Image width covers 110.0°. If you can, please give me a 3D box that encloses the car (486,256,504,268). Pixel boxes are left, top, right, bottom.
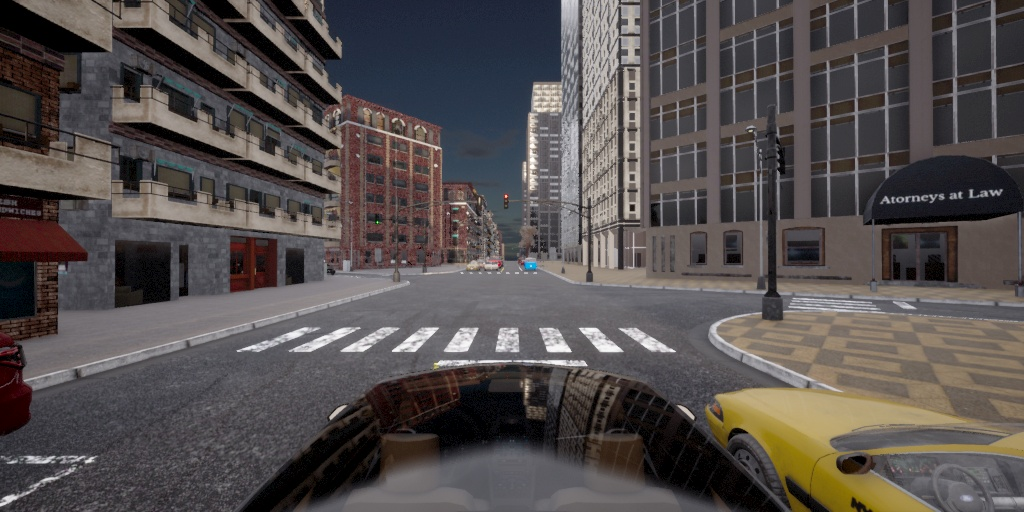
[{"bbox_3d":[-2.851,1.038,59.713,2.150,2.045,5.566,0,0,0],"label":"car"}]

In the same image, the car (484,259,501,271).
[{"bbox_3d":[-2.865,1.397,50.205,1.895,1.301,4.718,0,0,-2],"label":"car"}]

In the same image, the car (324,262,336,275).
[{"bbox_3d":[-22.364,1.456,41.790,4.892,1.490,1.837,-1,-1,41],"label":"car"}]

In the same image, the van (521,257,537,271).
[{"bbox_3d":[2.549,1.136,50.094,1.690,1.789,3.998,0,0,0],"label":"van"}]

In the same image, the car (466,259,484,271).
[{"bbox_3d":[-5.331,1.321,49.921,1.751,1.417,4.829,0,0,0],"label":"car"}]

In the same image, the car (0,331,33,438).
[{"bbox_3d":[-5.314,1.065,1.092,2.192,1.841,5.009,0,0,0],"label":"car"}]

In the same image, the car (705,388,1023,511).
[{"bbox_3d":[2.566,1.275,1.271,1.751,1.417,4.829,0,0,0],"label":"car"}]
